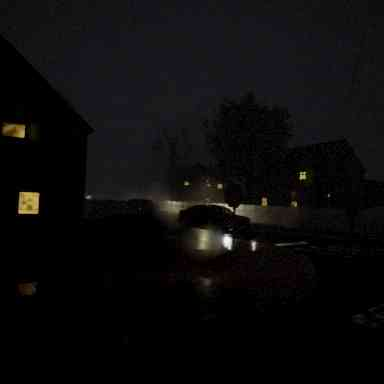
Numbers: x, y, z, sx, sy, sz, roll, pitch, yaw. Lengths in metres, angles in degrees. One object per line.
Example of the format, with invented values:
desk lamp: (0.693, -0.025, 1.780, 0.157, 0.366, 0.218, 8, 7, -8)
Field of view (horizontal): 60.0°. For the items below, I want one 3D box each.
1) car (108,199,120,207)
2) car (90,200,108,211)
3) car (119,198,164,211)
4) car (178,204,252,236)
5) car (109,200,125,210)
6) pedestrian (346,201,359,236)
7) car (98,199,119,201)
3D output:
car: (-14.307, 2.003, 60.798, 1.994, 1.385, 4.181, 3, -1, -13)
car: (-12.489, 1.751, 44.477, 1.895, 1.301, 4.718, 3, -2, -20)
car: (-3.847, 1.330, 26.166, 2.097, 1.767, 4.553, 3, -2, -29)
car: (1.127, 1.423, 18.123, 1.882, 1.535, 5.008, 4, -2, -33)
car: (-11.642, 1.919, 51.139, 1.994, 1.385, 4.181, 3, -1, -18)
pedestrian: (8.457, 1.384, 17.656, 0.375, 1.860, 0.375, 4, -2, -36)
car: (-8.290, 1.552, 34.630, 1.837, 1.490, 4.892, 3, -2, -25)
